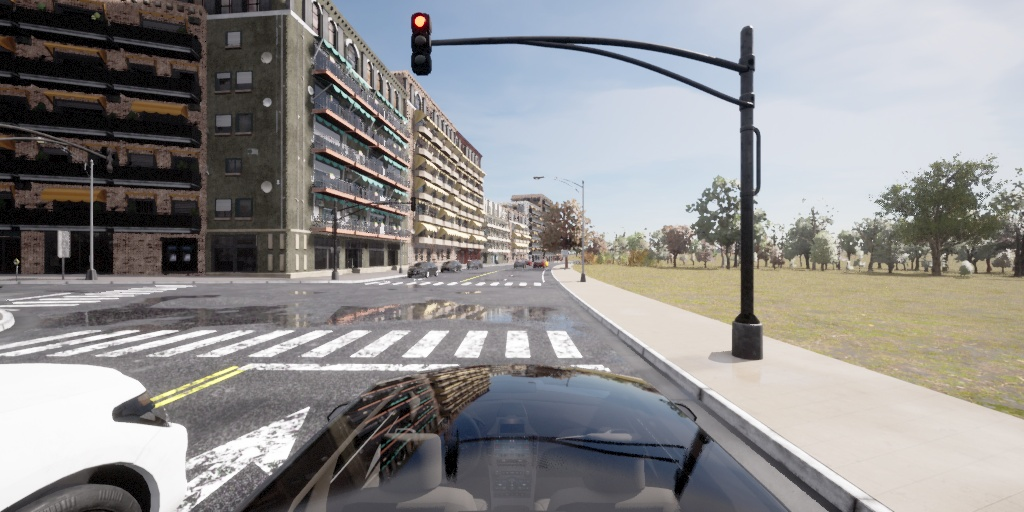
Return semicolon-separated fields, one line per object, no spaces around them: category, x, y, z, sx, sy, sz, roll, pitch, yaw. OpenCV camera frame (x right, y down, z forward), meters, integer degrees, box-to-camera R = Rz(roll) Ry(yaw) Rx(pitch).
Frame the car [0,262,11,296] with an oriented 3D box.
car;-23.766;0.915;13.604;5.357;1.411;2.033;1;0;-19

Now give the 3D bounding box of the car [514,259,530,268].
car;1.445;1.425;63.823;2.128;1.511;4.902;0;0;9

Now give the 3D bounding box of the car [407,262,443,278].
car;-8.497;1.313;34.524;1.837;1.490;4.892;0;0;5

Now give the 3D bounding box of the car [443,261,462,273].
car;-7.556;1.353;44.891;1.837;1.490;4.892;0;0;6

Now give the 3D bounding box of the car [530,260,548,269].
car;4.878;1.414;63.853;1.882;1.535;5.008;0;0;9

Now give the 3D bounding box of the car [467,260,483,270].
car;-5.987;1.393;58.051;2.128;1.511;4.902;0;0;8
